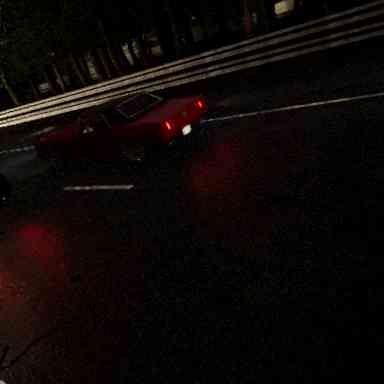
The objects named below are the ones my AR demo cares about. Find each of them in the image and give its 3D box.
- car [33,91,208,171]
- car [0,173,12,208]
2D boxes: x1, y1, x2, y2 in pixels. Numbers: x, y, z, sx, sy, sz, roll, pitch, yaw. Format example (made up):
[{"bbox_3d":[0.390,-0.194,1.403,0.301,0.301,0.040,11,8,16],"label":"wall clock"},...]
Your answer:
[{"bbox_3d":[-2.008,-1.571,8.289,4.718,1.301,1.895,0,30,35],"label":"car"},{"bbox_3d":[-6.067,0.235,7.461,4.718,1.301,1.895,0,30,35],"label":"car"}]
